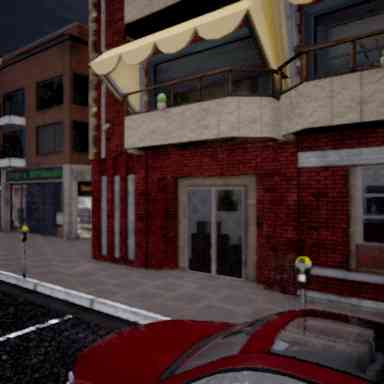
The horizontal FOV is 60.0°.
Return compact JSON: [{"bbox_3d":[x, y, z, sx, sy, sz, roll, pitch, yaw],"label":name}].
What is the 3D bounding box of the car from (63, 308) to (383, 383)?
[{"bbox_3d":[0.778,1.582,2.383,4.206,1.307,1.802,0,0,36],"label":"car"}]
